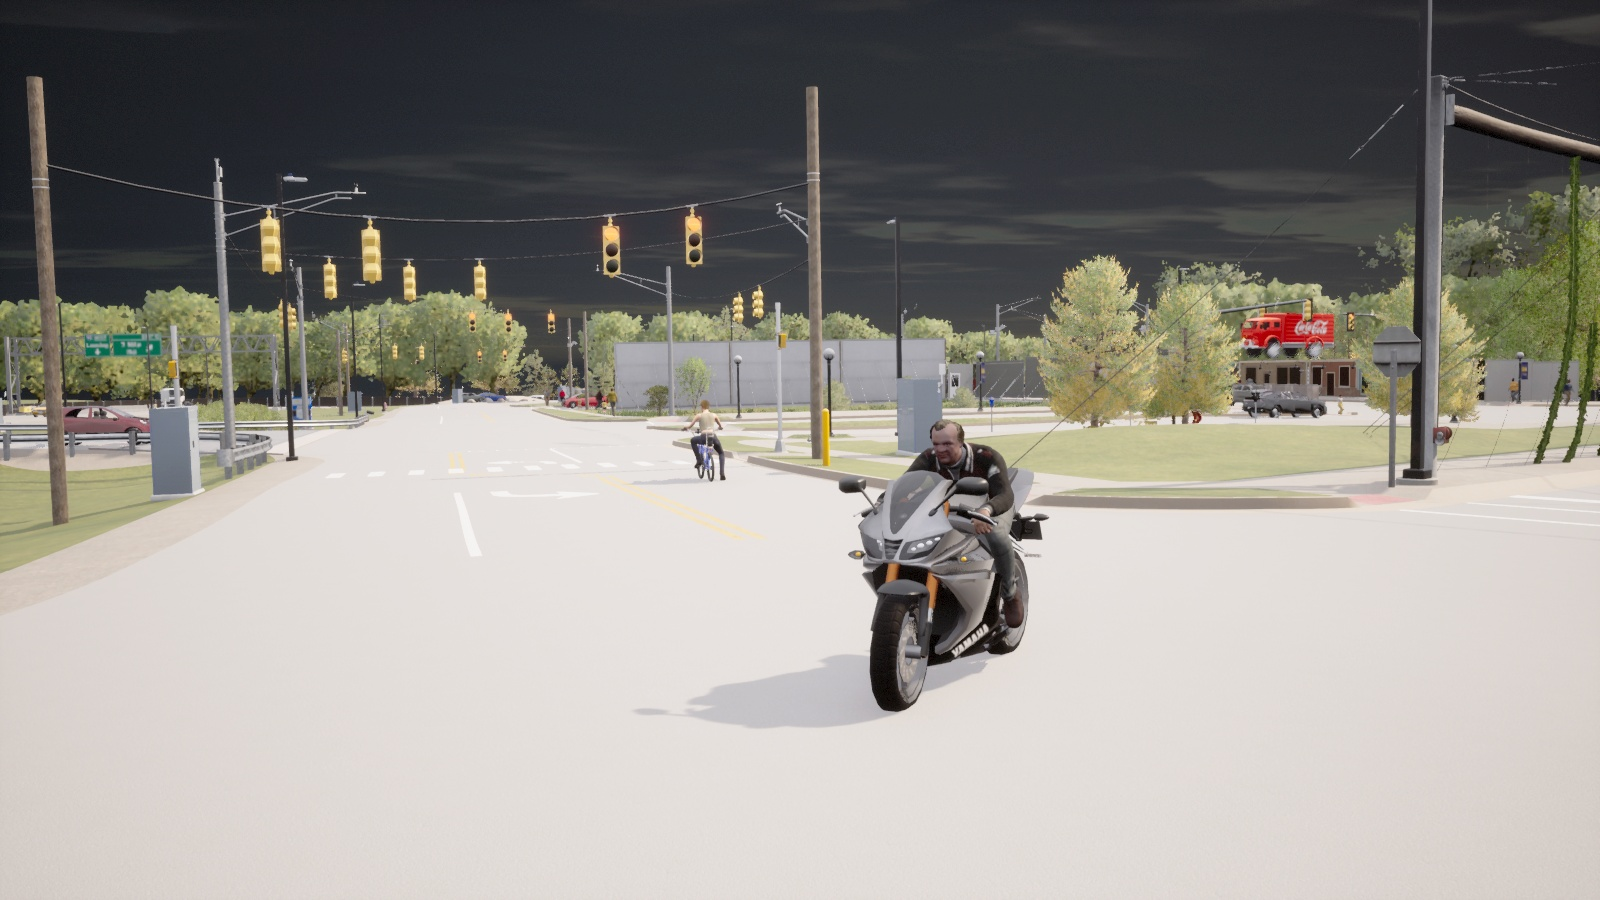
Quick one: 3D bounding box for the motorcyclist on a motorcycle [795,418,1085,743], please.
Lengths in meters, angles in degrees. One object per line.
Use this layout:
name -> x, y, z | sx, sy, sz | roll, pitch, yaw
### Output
motorcyclist on a motorcycle -> 0.896, 0.607, 7.232 | 0.866, 1.530, 2.191 | 0, 3, 29

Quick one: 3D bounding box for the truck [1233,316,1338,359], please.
truck -> 29.002, -6.728, 75.101 | 5.204, 2.467, 2.627 | -1, 6, -15

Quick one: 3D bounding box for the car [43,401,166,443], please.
car -> -26.071, -1.087, 47.188 | 3.633, 1.501, 1.845 | -1, 3, -11

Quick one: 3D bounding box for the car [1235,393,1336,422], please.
car -> 26.551, -2.333, 68.676 | 4.902, 1.511, 2.128 | 0, 3, -20

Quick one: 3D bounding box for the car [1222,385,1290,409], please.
car -> 33.202, -3.885, 91.551 | 2.152, 1.651, 5.027 | -2, 4, -16

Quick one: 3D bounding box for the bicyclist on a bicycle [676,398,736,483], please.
bicyclist on a bicycle -> -1.884, -0.210, 24.951 | 0.866, 1.612, 1.509 | -2, 3, -16
